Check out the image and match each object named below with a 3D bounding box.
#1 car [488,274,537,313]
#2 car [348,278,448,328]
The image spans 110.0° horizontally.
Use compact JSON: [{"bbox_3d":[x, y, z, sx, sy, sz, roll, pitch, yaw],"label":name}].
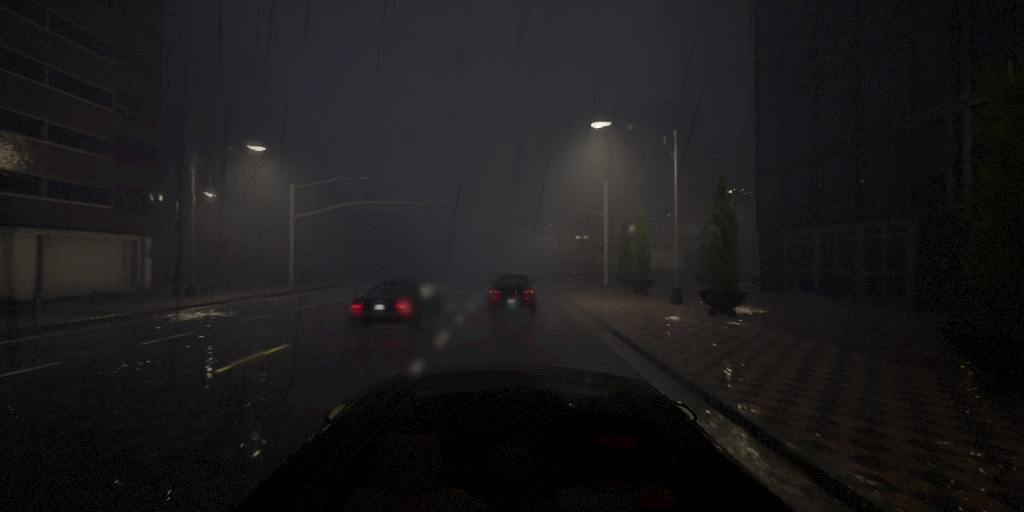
[{"bbox_3d":[0.047,1.447,14.751,1.812,1.442,4.674,0,-1,1],"label":"car"},{"bbox_3d":[-3.481,1.432,11.944,2.033,1.411,5.357,0,-1,0],"label":"car"}]
